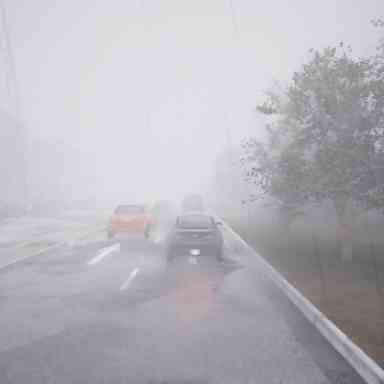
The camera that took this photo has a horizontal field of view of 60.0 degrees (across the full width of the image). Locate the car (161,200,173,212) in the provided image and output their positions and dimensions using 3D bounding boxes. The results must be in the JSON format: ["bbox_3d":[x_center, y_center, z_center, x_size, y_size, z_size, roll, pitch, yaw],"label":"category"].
[{"bbox_3d":[-3.154,1.597,35.879,1.837,1.490,4.892,0,0,0],"label":"car"}]

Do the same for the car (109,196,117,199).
[{"bbox_3d":[-15.490,1.609,59.406,2.231,1.521,4.892,0,0,0],"label":"car"}]

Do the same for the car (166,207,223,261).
[{"bbox_3d":[0.096,1.538,12.356,1.837,1.490,4.892,0,0,0],"label":"car"}]

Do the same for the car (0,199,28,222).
[{"bbox_3d":[-15.404,1.391,26.281,2.185,1.767,4.553,0,0,0],"label":"car"}]

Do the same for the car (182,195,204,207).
[{"bbox_3d":[0.097,1.311,35.087,2.150,2.045,5.566,0,0,0],"label":"car"}]

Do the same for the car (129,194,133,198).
[{"bbox_3d":[-15.532,1.694,76.103,2.002,1.452,4.674,0,0,0],"label":"car"}]

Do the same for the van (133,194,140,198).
[{"bbox_3d":[-15.560,1.458,87.035,1.878,1.987,4.442,0,0,0],"label":"van"}]

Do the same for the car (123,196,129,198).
[{"bbox_3d":[-15.517,1.513,70.482,2.185,1.767,4.553,0,0,0],"label":"car"}]

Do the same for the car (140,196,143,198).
[{"bbox_3d":[-15.576,1.729,92.646,2.163,1.488,4.792,0,0,0],"label":"car"}]

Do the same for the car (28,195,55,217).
[{"bbox_3d":[-15.419,1.406,31.806,2.185,1.767,4.553,0,0,0],"label":"car"}]

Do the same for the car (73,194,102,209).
[{"bbox_3d":[-15.461,1.326,48.447,2.435,2.045,5.566,0,0,0],"label":"car"}]

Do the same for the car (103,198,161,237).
[{"bbox_3d":[-3.152,1.400,18.351,2.097,1.767,4.553,0,0,0],"label":"car"}]

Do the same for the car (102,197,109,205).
[{"bbox_3d":[-15.475,1.592,53.880,2.097,1.535,5.008,0,0,0],"label":"car"}]

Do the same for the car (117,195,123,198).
[{"bbox_3d":[-15.504,1.498,64.956,2.185,1.767,4.553,0,0,0],"label":"car"}]

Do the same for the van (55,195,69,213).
[{"bbox_3d":[-15.432,1.321,37.183,1.878,1.987,4.442,0,0,0],"label":"van"}]
